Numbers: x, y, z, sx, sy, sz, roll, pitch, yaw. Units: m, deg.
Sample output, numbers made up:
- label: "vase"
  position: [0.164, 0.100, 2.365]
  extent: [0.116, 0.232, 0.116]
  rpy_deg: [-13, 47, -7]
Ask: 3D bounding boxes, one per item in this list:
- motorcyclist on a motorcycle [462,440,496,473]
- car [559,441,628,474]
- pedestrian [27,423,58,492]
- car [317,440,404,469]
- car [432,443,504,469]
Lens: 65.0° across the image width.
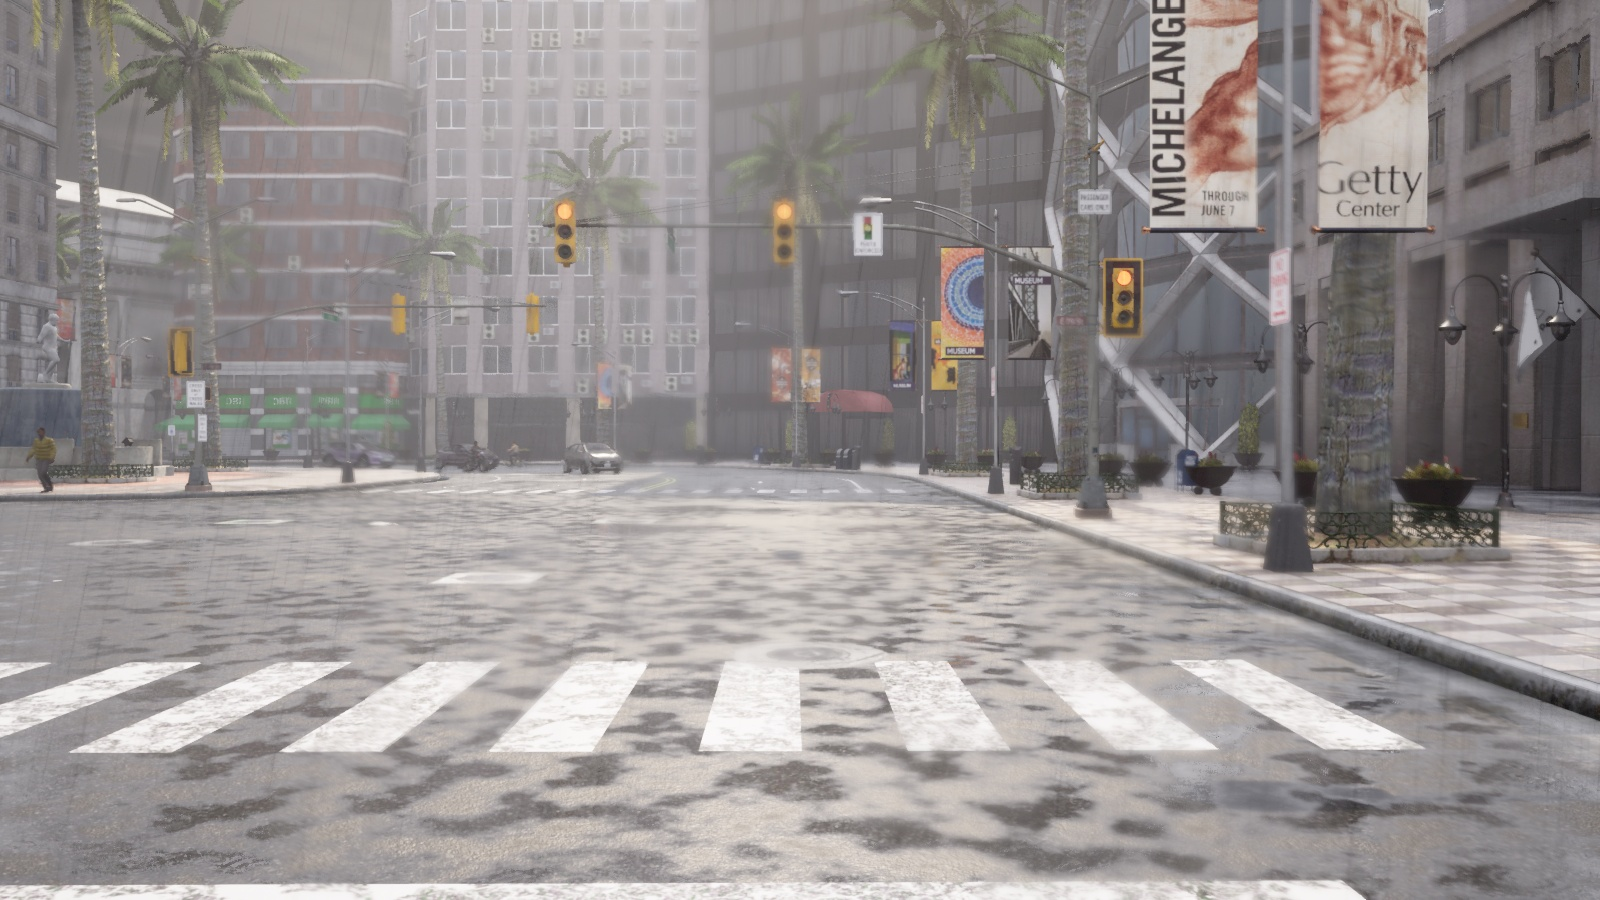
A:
- label: "motorcyclist on a motorcycle"
  position: [-16.659, 0.316, 65.060]
  extent: [0.766, 1.649, 2.350]
  rpy_deg: [-1, 1, -40]
- label: "car"
  position: [-10.085, 0.340, 61.112]
  extent: [2.007, 1.525, 4.514]
  rpy_deg: [0, 0, -28]
- label: "pedestrian"
  position: [-20.393, 0.196, 33.816]
  extent: [0.431, 1.840, 0.709]
  rpy_deg: [0, 0, -1]
- label: "car"
  position: [-25.464, 0.246, 72.726]
  extent: [4.856, 1.649, 2.033]
  rpy_deg: [0, 0, 30]
- label: "car"
  position: [-19.191, 0.335, 72.546]
  extent: [4.193, 1.474, 1.816]
  rpy_deg: [0, 0, 37]
